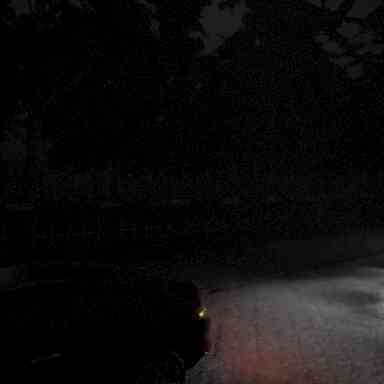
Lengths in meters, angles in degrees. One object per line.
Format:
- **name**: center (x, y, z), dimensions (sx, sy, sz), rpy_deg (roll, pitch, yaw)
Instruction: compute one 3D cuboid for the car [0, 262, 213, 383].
- **car**: center (-1.908, 1.525, 3.241), dimensions (4.674, 1.442, 1.812), rpy_deg (-1, 0, -36)
